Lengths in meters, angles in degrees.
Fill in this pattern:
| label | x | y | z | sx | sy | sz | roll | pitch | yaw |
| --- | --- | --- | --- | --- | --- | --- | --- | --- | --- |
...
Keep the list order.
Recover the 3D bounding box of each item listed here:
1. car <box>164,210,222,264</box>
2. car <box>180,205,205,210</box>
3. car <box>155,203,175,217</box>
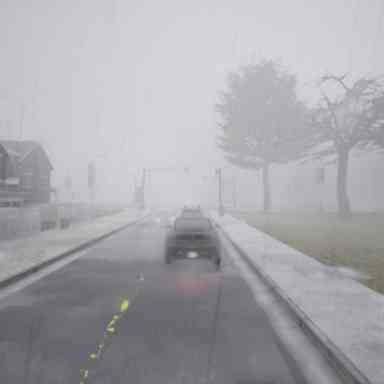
| label | x | y | z | sx | sy | sz | roll | pitch | yaw |
| --- | --- | --- | --- | --- | --- | --- | --- | --- | --- |
| car | 0.041 | 1.646 | 12.385 | 1.837 | 1.490 | 4.892 | 0 | 0 | 0 |
| car | 0.036 | 1.791 | 27.363 | 2.128 | 1.511 | 4.902 | 0 | -1 | 1 |
| car | -2.811 | 1.917 | 36.434 | 1.812 | 1.442 | 4.674 | 0 | -1 | 0 |
